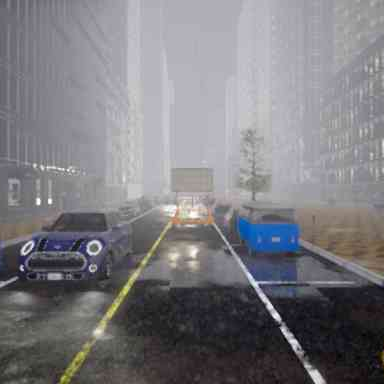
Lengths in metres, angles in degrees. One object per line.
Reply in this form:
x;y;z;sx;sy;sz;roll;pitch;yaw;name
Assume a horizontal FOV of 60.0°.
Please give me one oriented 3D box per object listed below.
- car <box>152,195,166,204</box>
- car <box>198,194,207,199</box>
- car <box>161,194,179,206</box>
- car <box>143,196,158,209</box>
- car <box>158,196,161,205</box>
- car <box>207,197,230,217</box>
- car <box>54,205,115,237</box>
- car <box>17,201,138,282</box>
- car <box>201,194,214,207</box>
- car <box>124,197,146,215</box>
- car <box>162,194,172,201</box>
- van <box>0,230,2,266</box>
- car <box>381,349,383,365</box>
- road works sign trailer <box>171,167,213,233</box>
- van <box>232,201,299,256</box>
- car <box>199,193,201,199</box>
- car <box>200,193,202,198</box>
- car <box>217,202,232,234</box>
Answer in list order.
-5.682;1.281;58.050;1.887;1.381;4.507;0;0;0;car
2.700;1.182;86.472;1.947;1.339;4.313;0;0;0;car
-3.072;1.263;50.079;2.128;1.511;4.902;0;0;0;car
-5.682;1.252;40.983;1.967;1.590;4.097;0;0;0;car
-5.682;1.313;52.362;2.008;1.369;4.403;0;0;0;car
2.697;1.414;29.584;2.008;1.369;4.403;0;0;0;car
-5.684;1.481;18.227;1.947;1.339;4.313;0;0;0;car
-3.100;1.306;9.742;2.097;1.767;4.553;0;0;0;car
2.698;1.338;46.650;2.008;1.369;4.403;0;0;0;car
-5.683;1.414;29.605;2.008;1.369;4.403;0;0;0;car
-5.681;1.208;75.118;1.887;1.381;4.507;0;0;0;car
-5.682;1.309;6.848;1.690;1.788;3.998;0;0;0;van
2.696;1.519;1.309;1.752;1.417;4.829;0;0;0;car
0.025;0.375;19.164;2.380;3.560;2.880;0;0;0;road works sign trailer
2.699;1.282;12.516;1.690;1.788;3.998;0;0;0;van
2.699;1.281;58.028;1.887;1.381;4.507;0;0;0;car
2.699;1.202;52.338;1.967;1.590;4.097;0;0;0;car
2.697;1.466;18.206;2.008;1.369;4.403;0;0;0;car
